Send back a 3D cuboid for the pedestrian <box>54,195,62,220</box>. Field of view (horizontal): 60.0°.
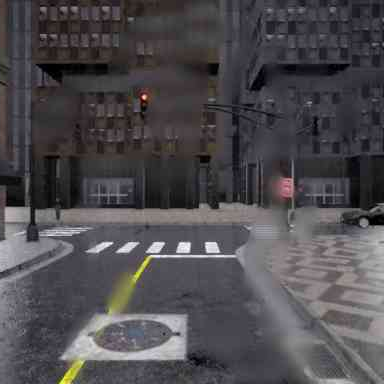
[{"bbox_3d":[-9.824,1.153,24.365,0.375,1.860,0.375,0,0,1],"label":"pedestrian"}]

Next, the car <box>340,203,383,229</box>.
[{"bbox_3d":[12.048,1.458,21.073,5.008,1.535,1.882,0,0,1],"label":"car"}]
